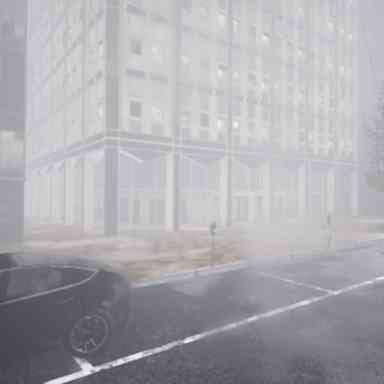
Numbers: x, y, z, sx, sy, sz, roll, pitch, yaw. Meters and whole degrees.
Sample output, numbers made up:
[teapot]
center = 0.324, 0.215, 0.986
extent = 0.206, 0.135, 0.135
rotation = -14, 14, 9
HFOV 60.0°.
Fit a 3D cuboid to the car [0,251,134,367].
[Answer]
[car]
center = -2.901, 1.585, 4.483
extent = 4.313, 1.339, 1.947
rotation = 0, 1, -36
